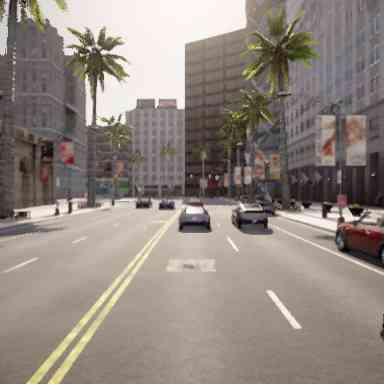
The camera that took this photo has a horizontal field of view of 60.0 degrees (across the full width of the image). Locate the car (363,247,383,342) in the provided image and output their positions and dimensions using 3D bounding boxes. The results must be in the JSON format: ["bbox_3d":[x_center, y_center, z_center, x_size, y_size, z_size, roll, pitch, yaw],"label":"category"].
[{"bbox_3d":[3.598,1.563,2.902,1.994,1.385,4.181,0,0,0],"label":"car"}]

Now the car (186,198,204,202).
[{"bbox_3d":[0.357,1.466,38.576,1.882,1.535,5.008,0,0,1],"label":"car"}]

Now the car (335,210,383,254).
[{"bbox_3d":[6.595,1.351,11.106,2.185,1.767,4.553,0,0,0],"label":"car"}]

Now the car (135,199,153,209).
[{"bbox_3d":[-6.651,1.590,46.477,1.895,1.301,4.718,0,0,1],"label":"car"}]

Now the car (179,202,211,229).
[{"bbox_3d":[0.183,1.557,21.830,1.994,1.385,4.181,0,0,1],"label":"car"}]

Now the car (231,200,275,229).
[{"bbox_3d":[3.683,1.485,21.776,2.128,1.511,4.902,0,0,1],"label":"car"}]

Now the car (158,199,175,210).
[{"bbox_3d":[-3.223,1.588,43.002,1.895,1.301,4.718,0,0,1],"label":"car"}]
